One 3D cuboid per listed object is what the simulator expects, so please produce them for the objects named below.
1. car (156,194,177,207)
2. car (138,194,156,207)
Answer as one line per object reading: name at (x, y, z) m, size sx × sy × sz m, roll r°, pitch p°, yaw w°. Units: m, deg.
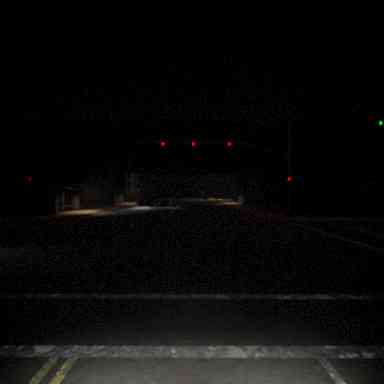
car at (-4.023, 1.315, 53.606) m, size 2.150 × 2.045 × 5.566 m, roll 0°, pitch 0°, yaw 1°
car at (-7.519, 1.585, 53.791) m, size 2.128 × 1.511 × 4.902 m, roll 0°, pitch 0°, yaw 1°
